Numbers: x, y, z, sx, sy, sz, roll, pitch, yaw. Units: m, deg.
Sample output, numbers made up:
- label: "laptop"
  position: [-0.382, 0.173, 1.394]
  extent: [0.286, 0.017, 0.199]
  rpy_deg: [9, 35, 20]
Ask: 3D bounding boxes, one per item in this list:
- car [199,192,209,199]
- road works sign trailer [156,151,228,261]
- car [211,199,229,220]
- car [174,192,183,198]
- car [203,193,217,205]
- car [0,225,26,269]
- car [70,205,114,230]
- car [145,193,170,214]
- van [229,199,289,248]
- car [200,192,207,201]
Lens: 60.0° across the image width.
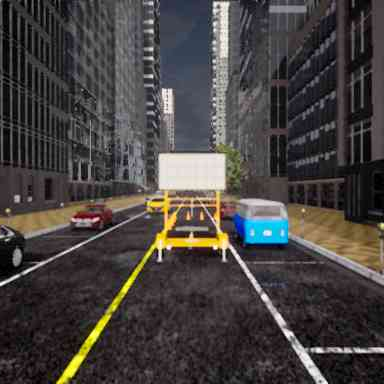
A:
- label: "car"
  position: [2.719, 0.711, 76.329]
  extent: [1.967, 1.590, 4.097]
  rpy_deg: [0, 1, 0]
- label: "road works sign trailer"
  position: [0.004, 0.357, 11.727]
  extent: [2.380, 3.560, 2.880]
  rpy_deg: [0, 1, 0]
- label: "car"
  position: [2.699, 1.354, 25.101]
  extent: [1.802, 1.307, 4.206]
  rpy_deg: [0, 1, 0]
- label: "car"
  position: [-2.974, 0.828, 72.634]
  extent: [1.812, 1.442, 4.674]
  rpy_deg: [0, 1, 0]
- label: "car"
  position: [2.706, 1.199, 42.178]
  extent: [1.802, 1.307, 4.206]
  rpy_deg: [0, 1, 0]
- label: "car"
  position: [-5.688, 1.477, 8.030]
  extent: [2.008, 1.369, 4.403]
  rpy_deg: [0, 1, 0]
- label: "car"
  position: [-5.684, 1.405, 19.414]
  extent: [1.802, 1.307, 4.206]
  rpy_deg: [0, 1, 0]
- label: "car"
  position: [-3.087, 1.192, 31.367]
  extent: [1.882, 1.535, 5.008]
  rpy_deg: [0, 0, 0]
- label: "van"
  position: [2.695, 1.216, 13.715]
  extent: [1.690, 1.788, 3.998]
  rpy_deg: [0, 1, 0]
- label: "car"
  position: [2.710, 1.059, 53.562]
  extent: [2.008, 1.369, 4.403]
  rpy_deg: [0, 1, 0]
